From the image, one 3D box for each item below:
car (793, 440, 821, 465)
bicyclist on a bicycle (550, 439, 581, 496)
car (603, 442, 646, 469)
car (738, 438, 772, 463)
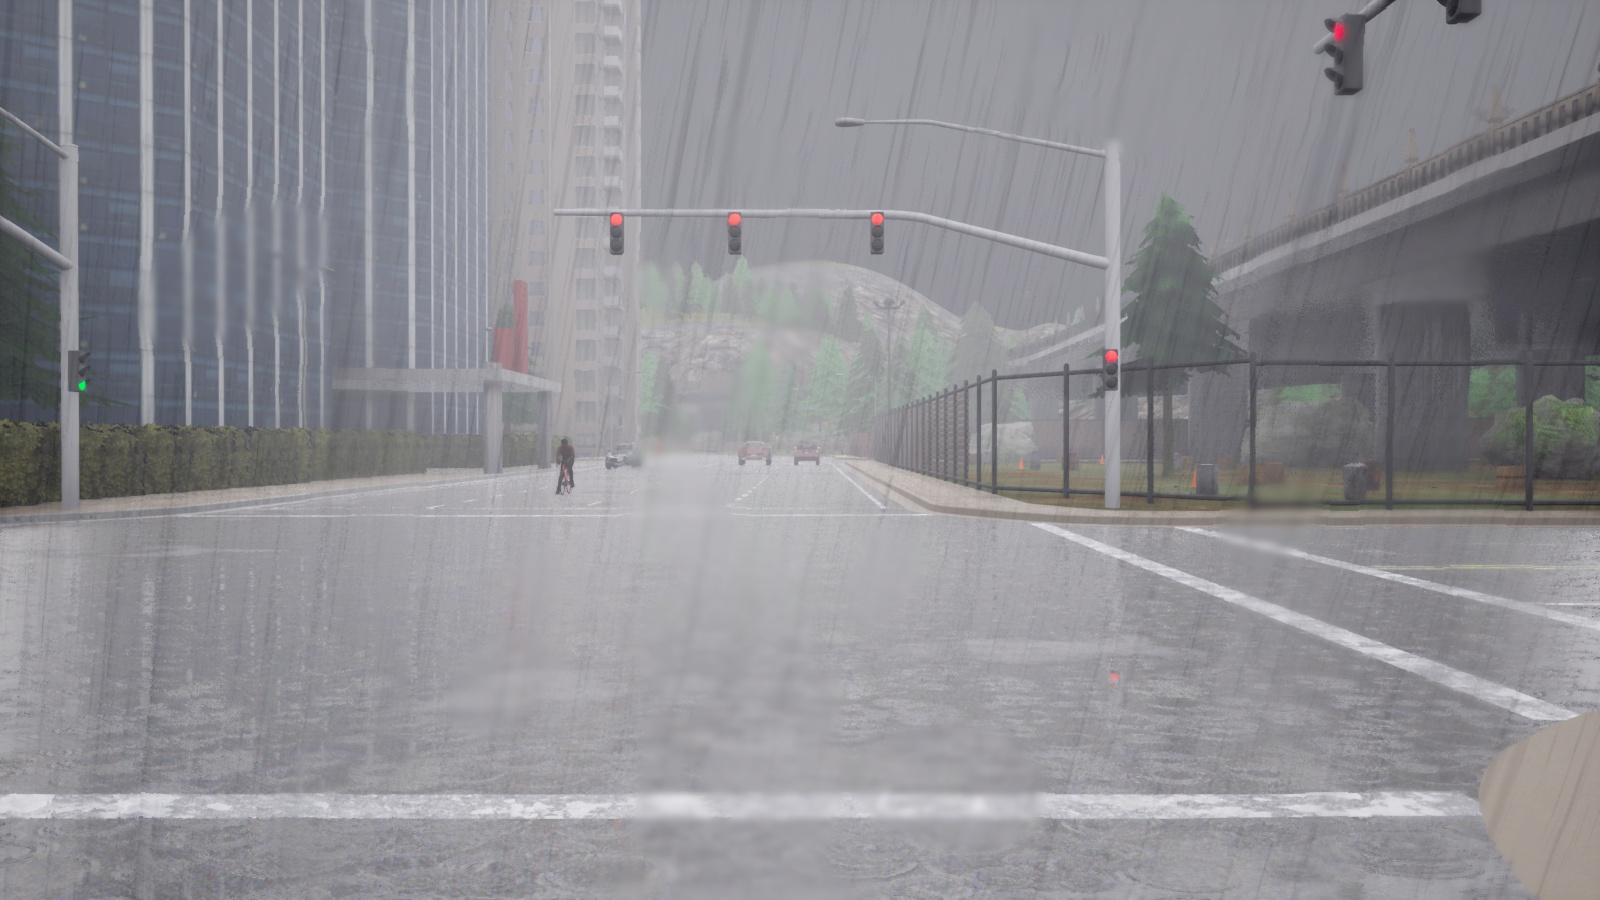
[{"bbox_3d":[0.471,0.158,86.132,1.851,1.617,3.988,0,0,0],"label":"car"},{"bbox_3d":[-6.795,0.488,36.405,0.582,1.620,1.656,0,1,0],"label":"bicyclist on a bicycle"},{"bbox_3d":[-10.106,0.294,72.509,1.970,1.475,3.806,0,0,0],"label":"car"},{"bbox_3d":[-3.036,0.039,85.718,2.152,1.651,5.027,0,0,0],"label":"car"}]
